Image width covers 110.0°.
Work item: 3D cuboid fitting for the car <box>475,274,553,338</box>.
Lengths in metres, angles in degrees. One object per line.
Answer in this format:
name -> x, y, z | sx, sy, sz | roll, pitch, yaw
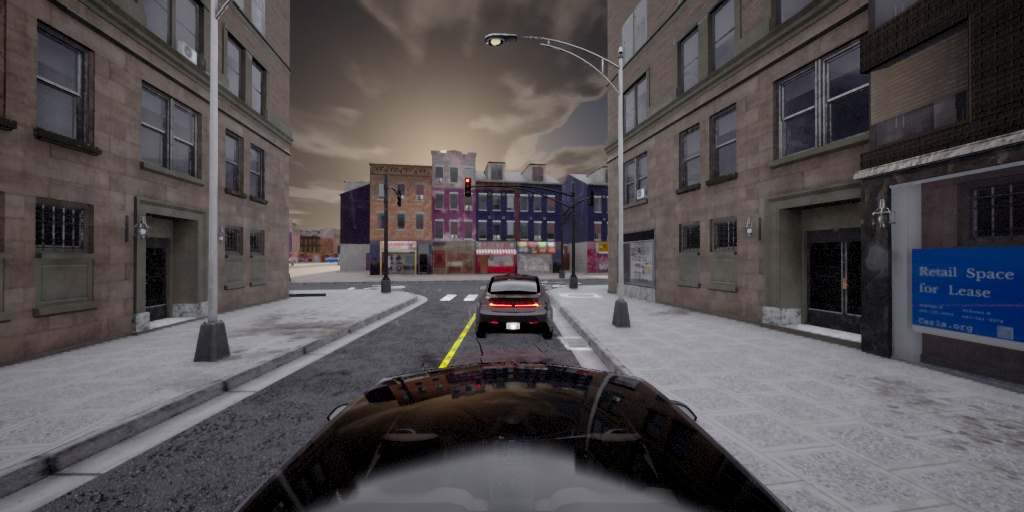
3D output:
car -> 0.096, 1.255, 10.129 | 1.837, 1.490, 4.892 | 0, 0, 2
